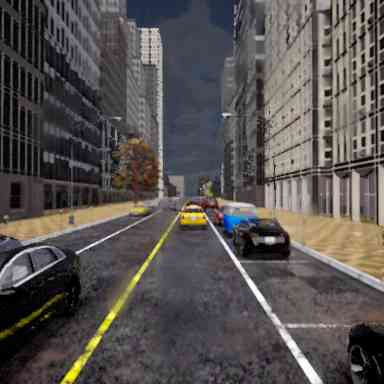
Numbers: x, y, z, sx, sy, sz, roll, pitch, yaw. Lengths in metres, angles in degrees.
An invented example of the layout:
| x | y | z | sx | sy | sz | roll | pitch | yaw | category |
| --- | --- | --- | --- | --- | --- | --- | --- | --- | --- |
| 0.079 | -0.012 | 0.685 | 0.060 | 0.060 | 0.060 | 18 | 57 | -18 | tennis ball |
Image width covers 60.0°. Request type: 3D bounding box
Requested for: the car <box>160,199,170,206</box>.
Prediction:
| x | y | z | sx | sy | sz | roll | pitch | yaw | category |
| --- | --- | --- | --- | --- | --- | --- | --- | --- | --- |
| -5.678 | 2.226 | 70.481 | 1.947 | 1.339 | 4.313 | 0 | -1 | 0 | car |

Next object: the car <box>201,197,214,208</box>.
| x | y | z | sx | sy | sz | roll | pitch | yaw | category |
| --- | --- | --- | --- | --- | --- | --- | --- | --- | --- |
| 2.703 | 1.875 | 59.086 | 2.192 | 1.841 | 5.009 | 0 | -1 | 0 | car |

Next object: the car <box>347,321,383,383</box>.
| x | y | z | sx | sy | sz | roll | pitch | yaw | category |
| --- | --- | --- | --- | --- | --- | --- | --- | --- | --- |
| 2.693 | 1.589 | 2.163 | 1.947 | 1.339 | 4.313 | 0 | -1 | 0 | car |

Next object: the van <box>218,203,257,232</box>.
| x | y | z | sx | sy | sz | roll | pitch | yaw | category |
| --- | --- | --- | --- | --- | --- | --- | --- | --- | --- |
| 2.696 | 1.533 | 19.243 | 1.690 | 1.788 | 3.998 | 0 | -1 | 0 | van |

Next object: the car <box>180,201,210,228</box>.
| x | y | z | sx | sy | sz | roll | pitch | yaw | category |
| --- | --- | --- | --- | --- | --- | --- | --- | --- | --- |
| 0.104 | 1.697 | 24.264 | 1.801 | 1.575 | 5.366 | 0 | -1 | 0 | car |

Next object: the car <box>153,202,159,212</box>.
| x | y | z | sx | sy | sz | roll | pitch | yaw | category |
| --- | --- | --- | --- | --- | --- | --- | --- | --- | --- |
| -5.682 | 1.956 | 42.020 | 2.008 | 1.369 | 4.403 | 0 | -1 | 0 | car |

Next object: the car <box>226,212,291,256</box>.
| x | y | z | sx | sy | sz | roll | pitch | yaw | category |
| --- | --- | --- | --- | --- | --- | --- | --- | --- | --- |
| 2.695 | 1.703 | 13.547 | 1.947 | 1.339 | 4.313 | 0 | -1 | 0 | car |

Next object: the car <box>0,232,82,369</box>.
| x | y | z | sx | sy | sz | roll | pitch | yaw | category |
| --- | --- | --- | --- | --- | --- | --- | --- | --- | --- |
| -3.099 | 1.541 | 4.754 | 2.128 | 1.511 | 4.902 | 0 | -1 | 0 | car |

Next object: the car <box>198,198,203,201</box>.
| x | y | z | sx | sy | sz | roll | pitch | yaw | category |
| --- | --- | --- | --- | --- | --- | --- | --- | --- | --- |
| 0.106 | 1.887 | 42.400 | 1.882 | 1.535 | 5.008 | 0 | -1 | 0 | car |

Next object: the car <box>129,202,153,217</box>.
| x | y | z | sx | sy | sz | roll | pitch | yaw | category |
| --- | --- | --- | --- | --- | --- | --- | --- | --- | --- |
| -5.682 | 1.877 | 36.157 | 1.752 | 1.417 | 4.829 | 0 | -1 | 0 | car |

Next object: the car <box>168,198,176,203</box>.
| x | y | z | sx | sy | sz | roll | pitch | yaw | category |
| --- | --- | --- | --- | --- | --- | --- | --- | --- | --- |
| -5.674 | 2.403 | 93.249 | 2.008 | 1.369 | 4.403 | 0 | 0 | 0 | car |

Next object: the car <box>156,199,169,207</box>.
| x | y | z | sx | sy | sz | roll | pitch | yaw | category |
| --- | --- | --- | --- | --- | --- | --- | --- | --- | --- |
| -5.678 | 2.161 | 64.788 | 2.008 | 1.369 | 4.403 | 0 | -1 | 0 | car |

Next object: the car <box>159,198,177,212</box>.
| x | y | z | sx | sy | sz | roll | pitch | yaw | category |
| --- | --- | --- | --- | --- | --- | --- | --- | --- | --- |
| -3.084 | 1.994 | 46.562 | 2.033 | 1.411 | 5.357 | 0 | -1 | 0 | car |

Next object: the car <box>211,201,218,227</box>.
| x | y | z | sx | sy | sz | roll | pitch | yaw | category |
| --- | --- | --- | --- | --- | --- | --- | --- | --- | --- |
| 2.697 | 1.687 | 24.933 | 1.967 | 1.590 | 4.097 | 0 | -1 | 0 | car |

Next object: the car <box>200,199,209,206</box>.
| x | y | z | sx | sy | sz | roll | pitch | yaw | category |
| --- | --- | --- | --- | --- | --- | --- | --- | --- | --- |
| 2.703 | 2.187 | 70.637 | 1.752 | 1.417 | 4.829 | 0 | 0 | 0 | car |

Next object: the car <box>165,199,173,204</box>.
| x | y | z | sx | sy | sz | roll | pitch | yaw | category |
| --- | --- | --- | --- | --- | --- | --- | --- | --- | --- |
| -5.676 | 2.339 | 81.863 | 1.802 | 1.307 | 4.206 | 0 | 0 | 0 | car |

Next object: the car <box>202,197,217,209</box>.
| x | y | z | sx | sy | sz | roll | pitch | yaw | category |
| --- | --- | --- | --- | --- | --- | --- | --- | --- | --- |
| 2.701 | 1.773 | 47.701 | 2.192 | 1.841 | 5.009 | 0 | -1 | 0 | car |
